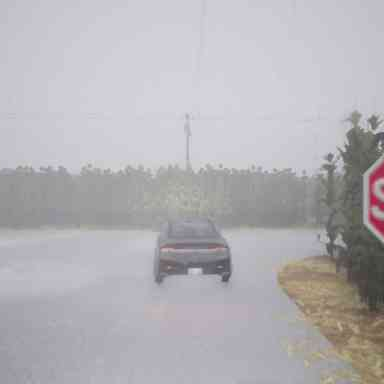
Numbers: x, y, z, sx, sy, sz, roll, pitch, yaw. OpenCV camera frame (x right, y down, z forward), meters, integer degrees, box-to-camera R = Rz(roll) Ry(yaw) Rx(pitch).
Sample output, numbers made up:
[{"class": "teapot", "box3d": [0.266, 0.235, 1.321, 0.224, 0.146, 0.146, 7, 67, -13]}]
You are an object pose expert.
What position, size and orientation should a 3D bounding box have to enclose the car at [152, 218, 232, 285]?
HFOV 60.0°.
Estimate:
[{"class": "car", "box3d": [-0.097, 1.482, 9.522, 2.128, 1.511, 4.902, 0, 0, -4]}]
